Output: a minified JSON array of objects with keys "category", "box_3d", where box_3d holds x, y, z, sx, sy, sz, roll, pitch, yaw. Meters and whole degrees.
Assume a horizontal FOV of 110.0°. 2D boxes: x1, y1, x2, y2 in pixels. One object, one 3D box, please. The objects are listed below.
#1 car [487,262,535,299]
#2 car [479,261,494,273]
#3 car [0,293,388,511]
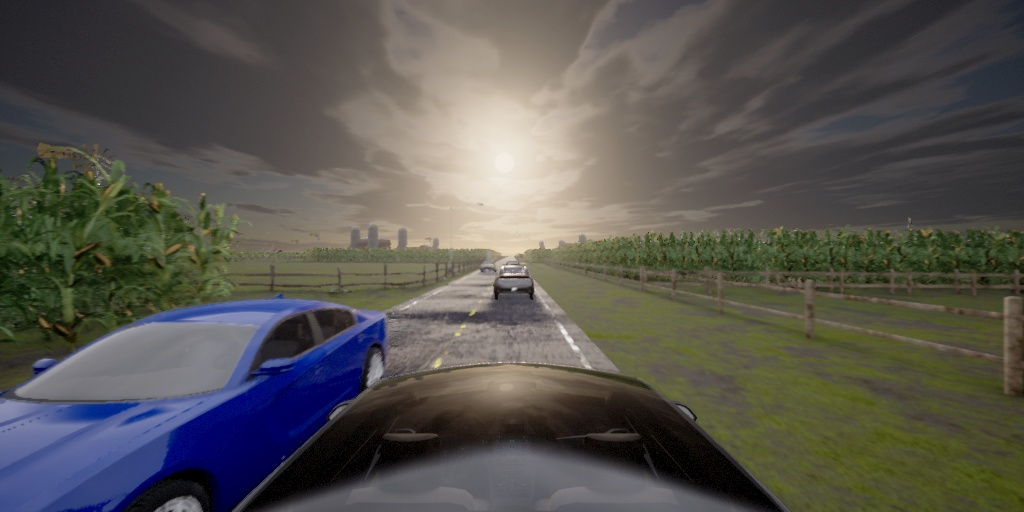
[{"category":"car","box_3d":[0.092,1.237,17.888,2.128,1.511,4.902,0,0,0]},{"category":"car","box_3d":[-2.858,1.271,43.904,2.033,1.411,5.357,0,0,0]},{"category":"car","box_3d":[-2.850,1.227,3.581,1.882,1.535,5.008,0,0,0]}]
